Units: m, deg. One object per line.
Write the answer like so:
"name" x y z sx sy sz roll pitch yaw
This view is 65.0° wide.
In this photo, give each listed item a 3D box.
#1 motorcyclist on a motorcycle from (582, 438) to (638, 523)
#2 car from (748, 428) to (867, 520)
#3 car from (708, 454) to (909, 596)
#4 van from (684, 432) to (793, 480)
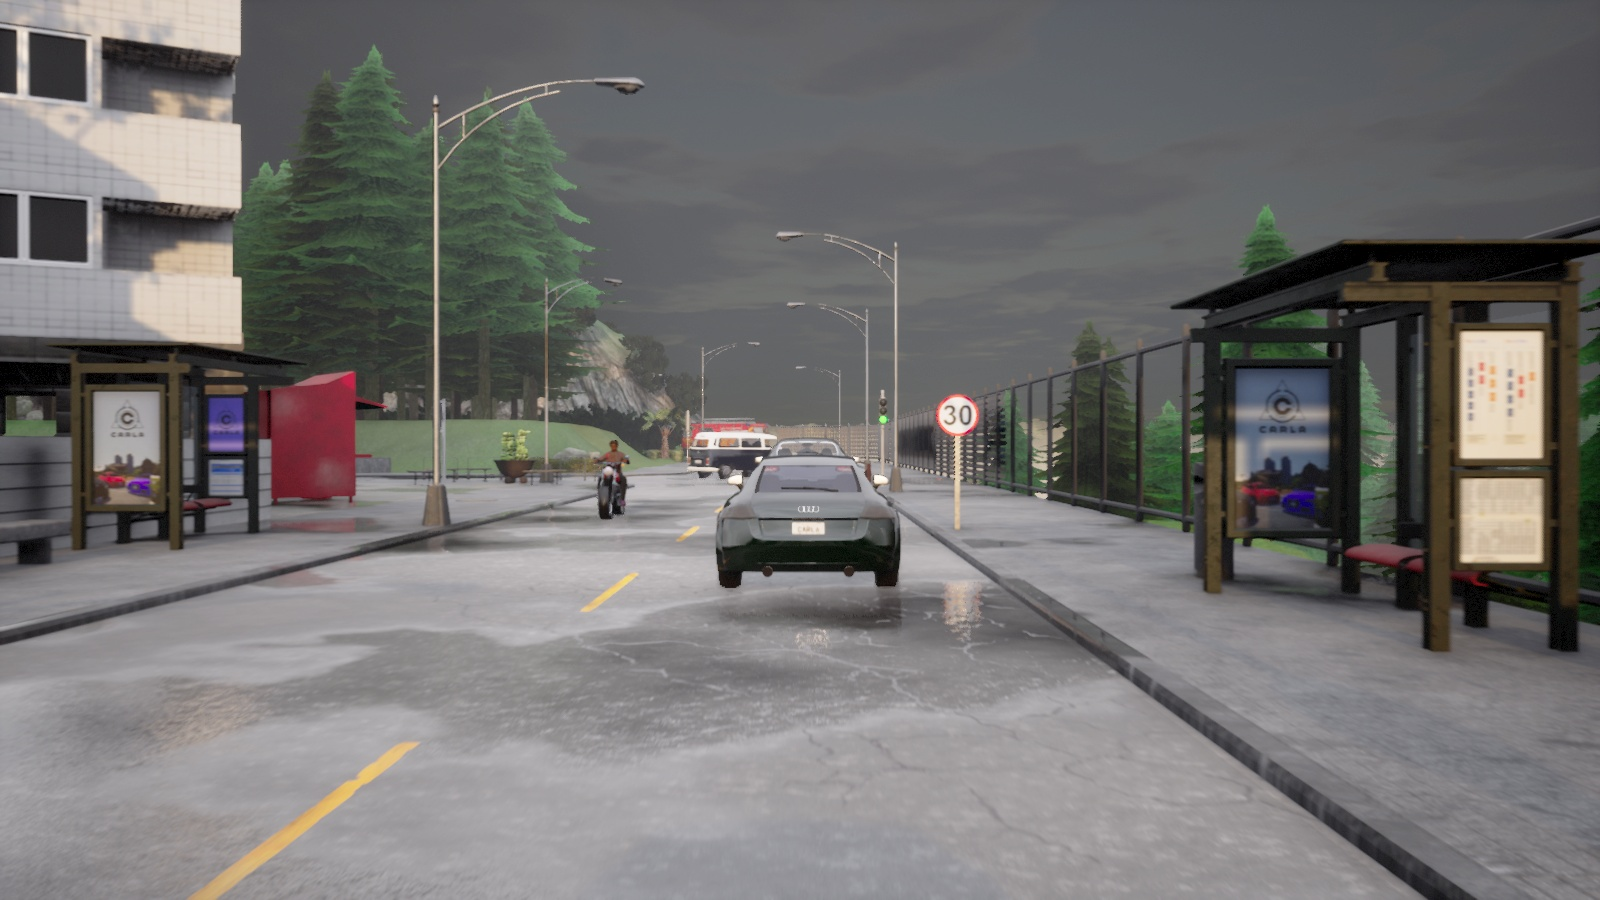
"motorcyclist on a motorcycle" -3.847 0.588 25.582 0.766 1.649 2.350 0 0 0
"car" 0.149 0.421 25.162 2.152 1.651 5.027 0 0 0
"car" 0.093 0.750 14.539 1.994 1.385 4.181 0 0 0
"van" -2.694 0.238 55.393 4.480 2.038 2.069 0 1 -41
